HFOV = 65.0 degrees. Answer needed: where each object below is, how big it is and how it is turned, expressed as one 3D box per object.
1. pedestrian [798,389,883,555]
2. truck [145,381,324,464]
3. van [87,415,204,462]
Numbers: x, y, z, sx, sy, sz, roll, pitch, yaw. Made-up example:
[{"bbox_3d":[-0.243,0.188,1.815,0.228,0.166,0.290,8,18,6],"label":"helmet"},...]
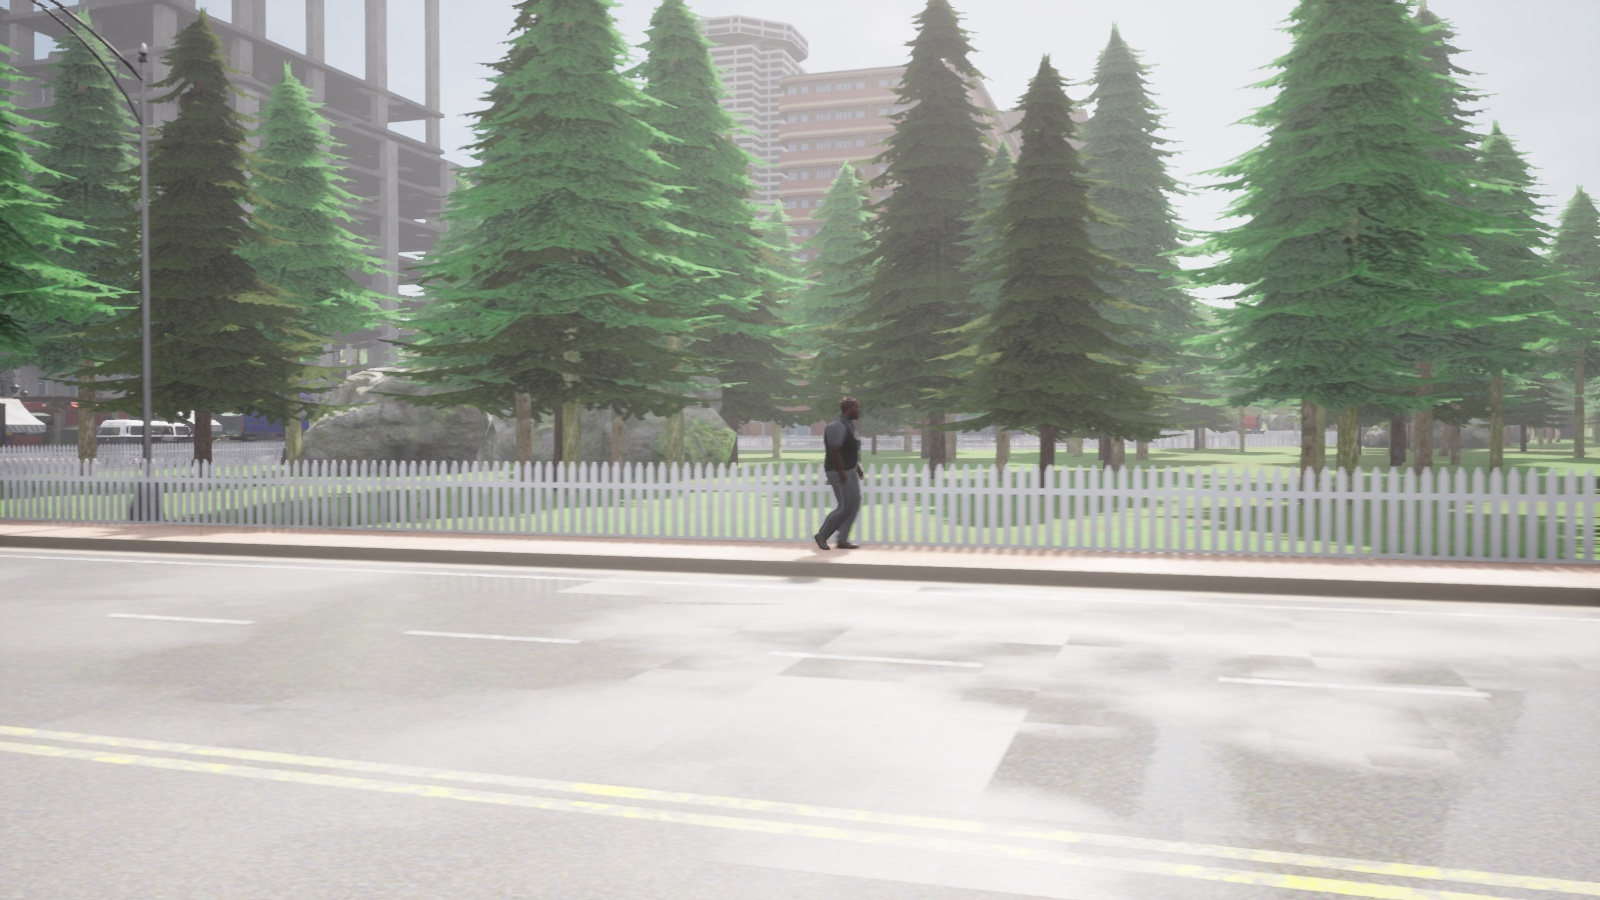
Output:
[{"bbox_3d":[0.474,0.244,14.662,0.849,1.883,0.563,1,1,19],"label":"pedestrian"},{"bbox_3d":[-25.402,-1.234,56.926,2.891,3.462,7.936,1,1,17],"label":"truck"},{"bbox_3d":[-29.265,-0.539,56.302,2.069,2.038,4.480,1,1,17],"label":"van"}]
